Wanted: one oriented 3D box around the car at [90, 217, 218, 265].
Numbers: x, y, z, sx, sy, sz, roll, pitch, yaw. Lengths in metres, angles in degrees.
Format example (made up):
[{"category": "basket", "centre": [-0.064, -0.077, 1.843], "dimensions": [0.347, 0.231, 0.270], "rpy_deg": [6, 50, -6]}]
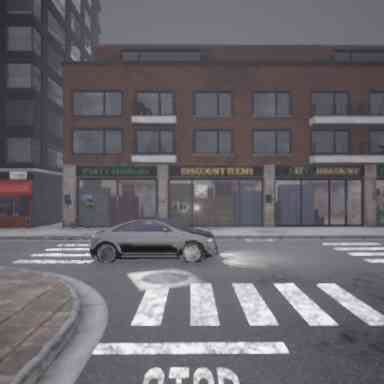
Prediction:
[{"category": "car", "centre": [-1.238, 1.557, 11.181], "dimensions": [4.181, 1.385, 1.994], "rpy_deg": [0, 0, 0]}]
